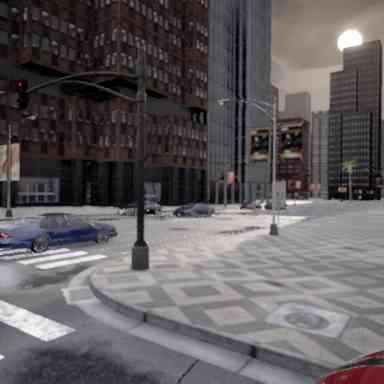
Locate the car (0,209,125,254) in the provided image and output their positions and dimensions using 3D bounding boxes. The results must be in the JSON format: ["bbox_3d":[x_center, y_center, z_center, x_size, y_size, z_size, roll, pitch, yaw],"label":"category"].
[{"bbox_3d":[-5.554,1.571,13.796,2.033,1.411,5.357,1,0,33],"label":"car"}]

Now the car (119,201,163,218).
[{"bbox_3d":[-4.826,1.618,31.407,2.128,1.511,4.902,1,0,35],"label":"car"}]

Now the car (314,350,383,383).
[{"bbox_3d":[2.362,1.454,1.274,4.097,1.590,1.967,1,0,36],"label":"car"}]

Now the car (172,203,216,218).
[{"bbox_3d":[0.327,1.775,33.063,2.033,1.411,5.357,1,0,35],"label":"car"}]

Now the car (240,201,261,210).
[{"bbox_3d":[8.906,2.039,50.675,1.994,1.385,4.181,1,0,36],"label":"car"}]

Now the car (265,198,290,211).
[{"bbox_3d":[12.677,2.020,50.345,1.882,1.535,5.008,1,-1,35],"label":"car"}]
